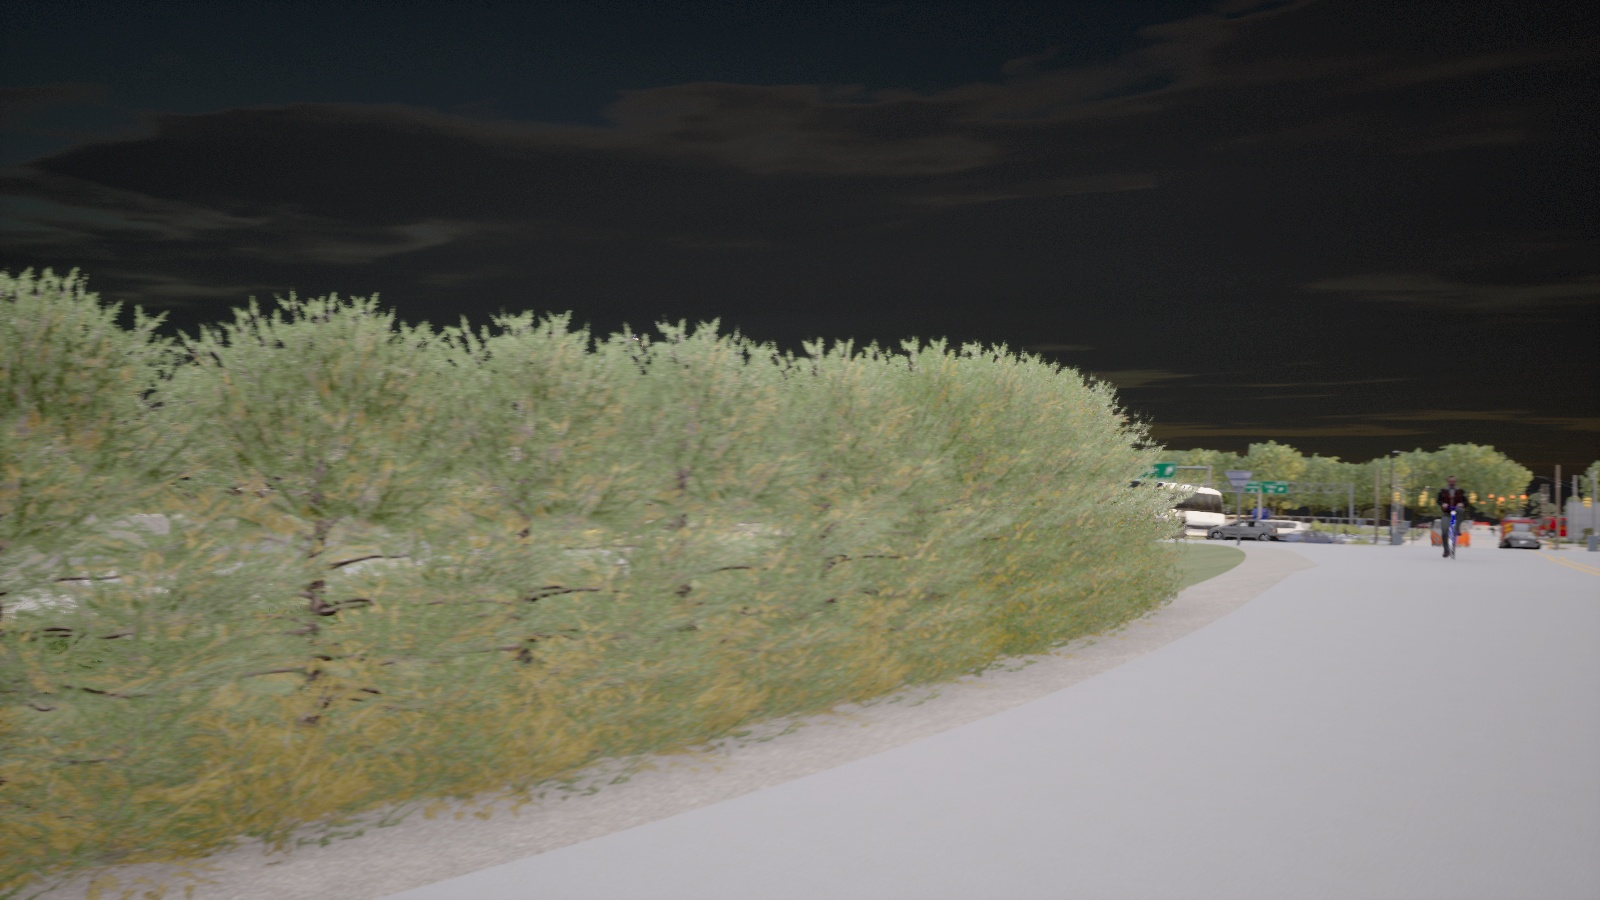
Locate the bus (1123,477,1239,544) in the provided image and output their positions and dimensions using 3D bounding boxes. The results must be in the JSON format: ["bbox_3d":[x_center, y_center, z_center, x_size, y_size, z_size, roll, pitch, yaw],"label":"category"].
[{"bbox_3d":[28.222,4.509,92.620,3.944,4.253,10.273,1,-4,43],"label":"bus"}]

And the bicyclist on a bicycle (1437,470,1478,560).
[{"bbox_3d":[13.492,1.336,25.801,0.659,1.776,1.843,0,-4,26],"label":"bicyclist on a bicycle"}]

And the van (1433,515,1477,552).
[{"bbox_3d":[39.405,5.055,75.483,1.775,1.987,4.442,-1,-6,35],"label":"van"}]

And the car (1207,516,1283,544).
[{"bbox_3d":[27.371,4.918,77.227,4.193,1.474,1.816,1,-5,28],"label":"car"}]

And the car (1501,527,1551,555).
[{"bbox_3d":[44.048,5.565,76.289,2.163,1.488,4.792,0,-5,24],"label":"car"}]
